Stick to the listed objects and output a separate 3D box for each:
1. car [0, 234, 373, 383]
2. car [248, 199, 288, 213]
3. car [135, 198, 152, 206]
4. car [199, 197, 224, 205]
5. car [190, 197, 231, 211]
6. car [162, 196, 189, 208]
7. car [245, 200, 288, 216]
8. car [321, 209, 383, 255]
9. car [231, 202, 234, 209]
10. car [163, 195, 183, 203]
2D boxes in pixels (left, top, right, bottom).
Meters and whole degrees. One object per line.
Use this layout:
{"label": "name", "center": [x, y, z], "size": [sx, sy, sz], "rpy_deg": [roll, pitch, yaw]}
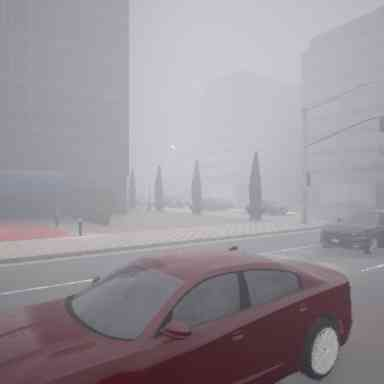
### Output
{"label": "car", "center": [-0.116, 1.477, 3.909], "size": [5.008, 1.535, 1.882], "rpy_deg": [0, 0, -35]}
{"label": "car", "center": [8.561, 1.564, 37.958], "size": [1.994, 1.385, 4.181], "rpy_deg": [0, 0, -35]}
{"label": "car", "center": [-8.576, 1.601, 56.463], "size": [1.895, 1.301, 4.718], "rpy_deg": [0, 0, -34]}
{"label": "car", "center": [3.319, 1.601, 58.045], "size": [1.895, 1.301, 4.718], "rpy_deg": [0, 0, -35]}
{"label": "car", "center": [2.166, 1.504, 41.004], "size": [1.837, 1.490, 4.892], "rpy_deg": [0, 0, -35]}
{"label": "car", "center": [-3.005, 1.352, 48.426], "size": [2.097, 1.767, 4.553], "rpy_deg": [0, 0, -35]}
{"label": "car", "center": [7.415, 1.525, 33.484], "size": [1.812, 1.442, 4.674], "rpy_deg": [0, 0, -38]}
{"label": "car", "center": [7.198, 1.477, 13.423], "size": [5.008, 1.535, 1.882], "rpy_deg": [0, 0, -35]}
{"label": "car", "center": [3.752, 1.564, 44.849], "size": [1.994, 1.385, 4.181], "rpy_deg": [0, 0, -35]}
{"label": "car", "center": [-4.009, 1.477, 68.544], "size": [1.882, 1.535, 5.008], "rpy_deg": [0, 0, -35]}
